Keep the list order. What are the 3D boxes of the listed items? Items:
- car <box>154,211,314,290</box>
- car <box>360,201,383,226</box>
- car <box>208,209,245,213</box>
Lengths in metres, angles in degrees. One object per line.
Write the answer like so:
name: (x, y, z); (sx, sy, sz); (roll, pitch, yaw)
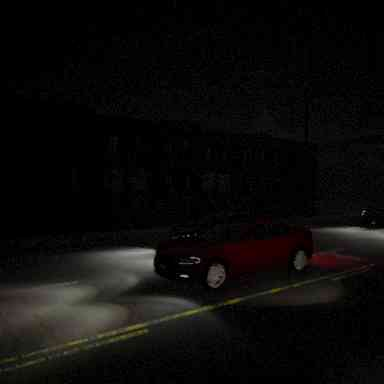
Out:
car: (1.326, 1.478, 9.276); (5.008, 1.535, 1.882); (0, 0, -36)
car: (13.090, 1.352, 22.000); (4.553, 1.767, 2.097); (0, 0, -36)
car: (1.287, 1.503, 13.569); (4.892, 1.490, 1.837); (0, 0, -36)
